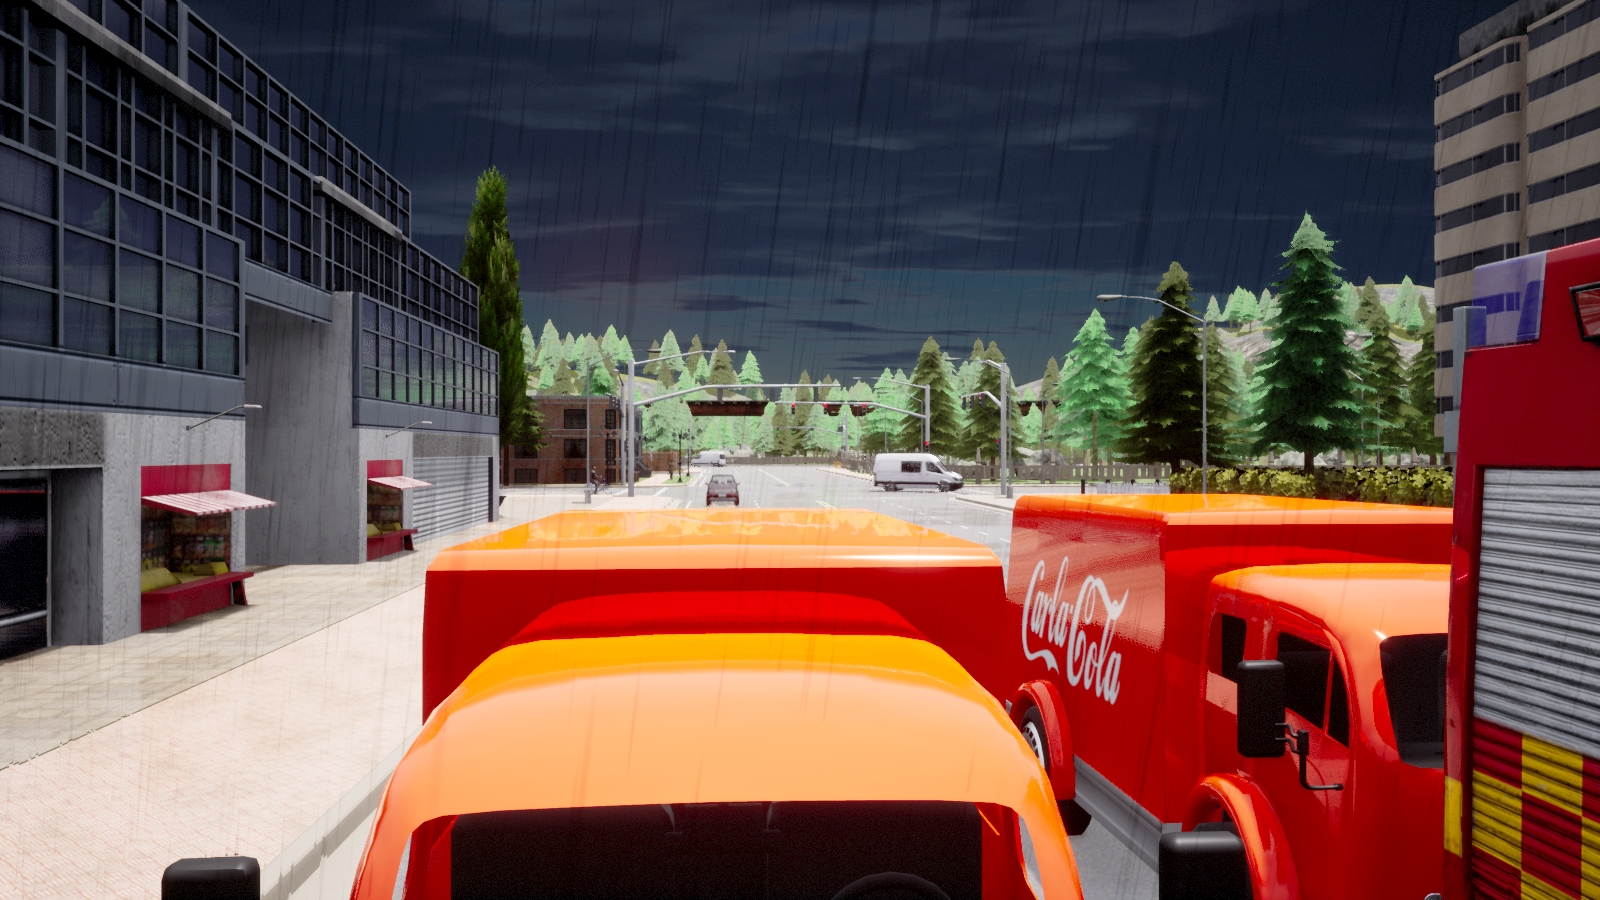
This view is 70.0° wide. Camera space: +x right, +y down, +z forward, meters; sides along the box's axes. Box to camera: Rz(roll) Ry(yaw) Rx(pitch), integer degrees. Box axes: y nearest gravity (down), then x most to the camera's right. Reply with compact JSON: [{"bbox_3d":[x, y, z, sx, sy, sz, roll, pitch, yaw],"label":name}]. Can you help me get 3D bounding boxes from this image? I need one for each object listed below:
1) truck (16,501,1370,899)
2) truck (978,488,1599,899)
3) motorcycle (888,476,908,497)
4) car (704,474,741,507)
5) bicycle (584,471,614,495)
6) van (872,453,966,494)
[{"bbox_3d":[-0.347,1.568,4.821,2.627,2.467,5.204,0,0,-4],"label":"truck"},{"bbox_3d":[3.003,1.568,7.234,2.627,2.467,5.204,0,0,-4],"label":"truck"},{"bbox_3d":[5.944,2.205,69.519,0.867,1.251,2.209,0,0,-4],"label":"motorcycle"},{"bbox_3d":[-3.901,2.026,57.698,1.789,1.549,3.705,0,0,-4],"label":"car"},{"bbox_3d":[-12.531,2.060,71.198,1.835,1.471,0.329,0,0,-11],"label":"bicycle"},{"bbox_3d":[7.934,1.534,76.193,5.915,2.561,1.988,0,1,19],"label":"van"}]
